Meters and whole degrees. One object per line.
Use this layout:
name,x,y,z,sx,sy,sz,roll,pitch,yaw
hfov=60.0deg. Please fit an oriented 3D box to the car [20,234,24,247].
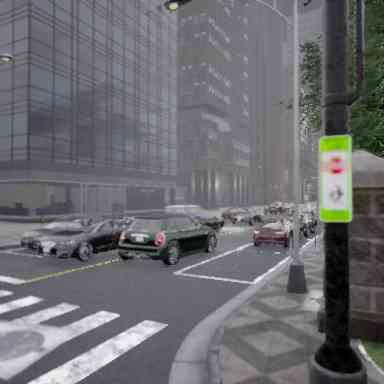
car,-5.851,1.892,15.715,2.008,1.369,4.403,-1,-2,28

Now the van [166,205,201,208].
van,-0.682,1.909,25.484,1.690,1.788,3.998,-1,-1,28

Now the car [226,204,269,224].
car,5.198,2.184,30.884,2.128,1.511,4.902,0,-1,28

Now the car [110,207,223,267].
car,-0.758,1.653,13.031,2.097,1.767,4.553,0,-1,28

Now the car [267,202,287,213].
car,12.242,2.364,49.897,2.192,1.841,5.009,0,-1,28

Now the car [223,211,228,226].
car,0.429,2.097,21.876,1.895,1.301,4.718,0,-1,28

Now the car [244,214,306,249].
car,4.274,1.980,16.618,1.802,1.307,4.206,-1,-1,28

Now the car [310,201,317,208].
car,14.613,2.127,36.154,2.192,1.841,5.009,-1,-1,28

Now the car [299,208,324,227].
car,9.442,2.180,26.384,1.947,1.339,4.313,-1,-1,28

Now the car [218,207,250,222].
car,4.488,2.319,35.245,1.887,1.381,4.507,-1,-1,28

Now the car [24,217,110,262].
car,-3.904,1.795,13.692,2.128,1.511,4.902,0,-1,28

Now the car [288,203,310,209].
car,13.302,2.362,39.477,2.128,1.511,4.902,0,-1,28

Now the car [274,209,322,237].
car,6.859,2.059,21.501,2.008,1.369,4.403,-1,-1,28
